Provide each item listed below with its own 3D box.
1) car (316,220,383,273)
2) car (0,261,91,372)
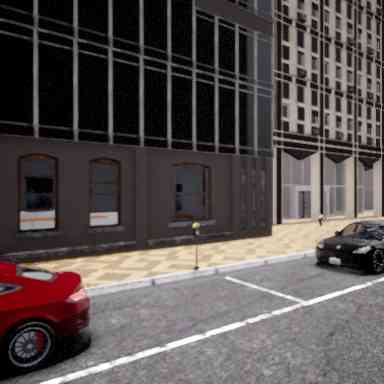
[{"bbox_3d":[5.852,1.597,10.743,4.313,1.339,1.947,0,0,-36],"label":"car"},{"bbox_3d":[-3.421,1.582,4.122,4.206,1.307,1.802,0,0,-36],"label":"car"}]
